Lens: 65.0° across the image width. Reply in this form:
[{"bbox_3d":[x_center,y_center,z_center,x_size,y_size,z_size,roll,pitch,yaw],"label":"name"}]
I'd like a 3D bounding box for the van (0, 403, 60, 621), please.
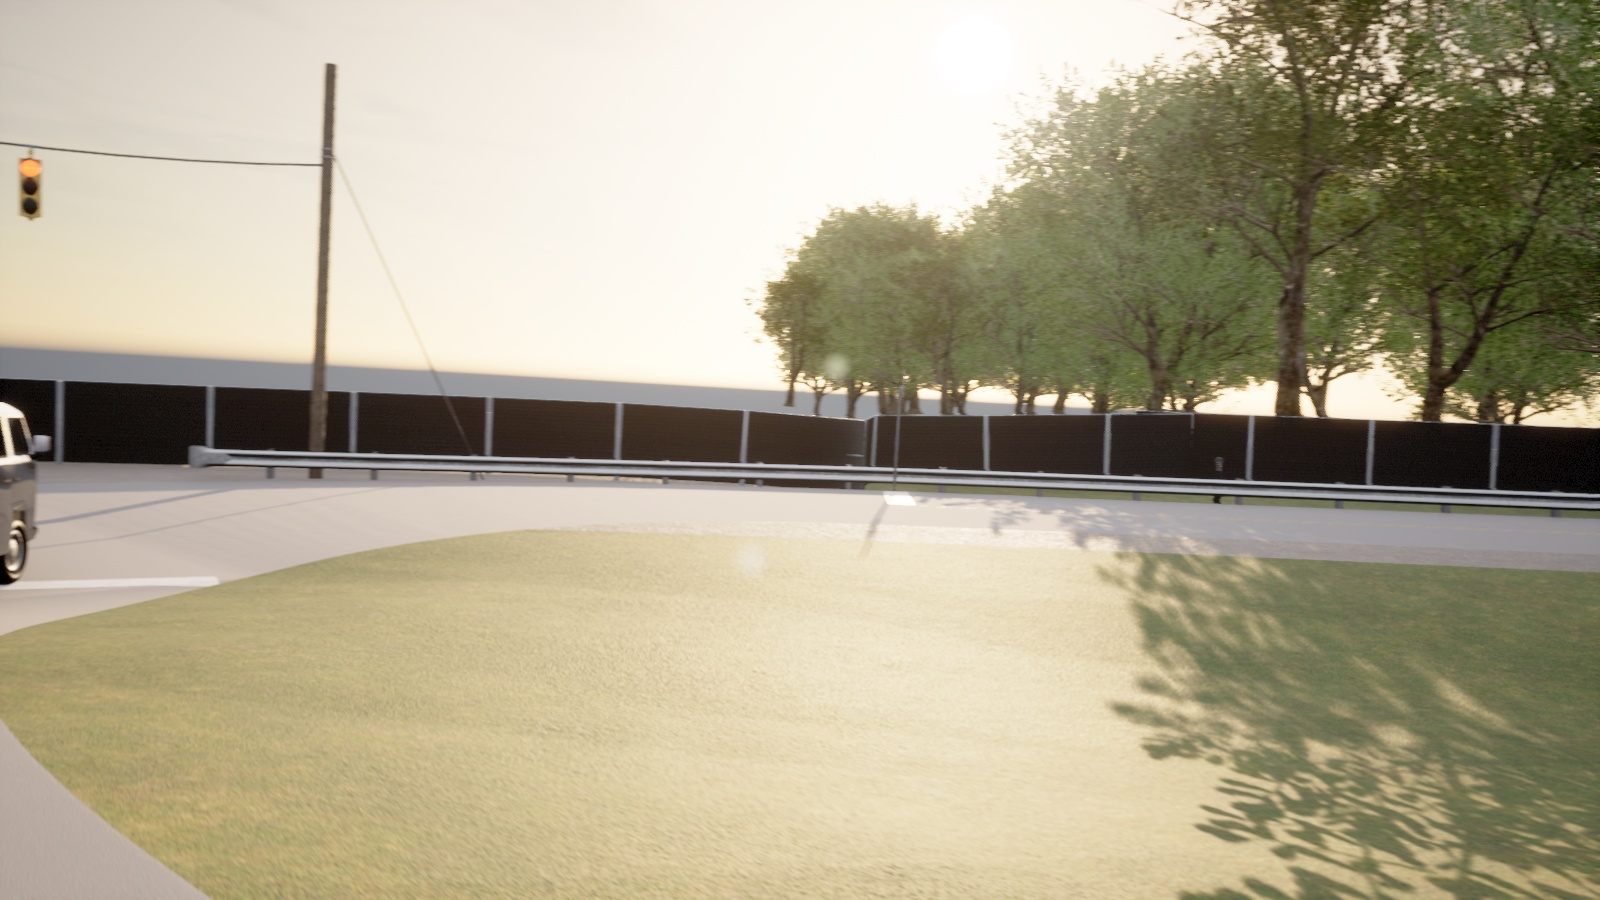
[{"bbox_3d":[-8.573,0.560,11.760,2.069,2.038,4.480,1,1,-21],"label":"van"}]
